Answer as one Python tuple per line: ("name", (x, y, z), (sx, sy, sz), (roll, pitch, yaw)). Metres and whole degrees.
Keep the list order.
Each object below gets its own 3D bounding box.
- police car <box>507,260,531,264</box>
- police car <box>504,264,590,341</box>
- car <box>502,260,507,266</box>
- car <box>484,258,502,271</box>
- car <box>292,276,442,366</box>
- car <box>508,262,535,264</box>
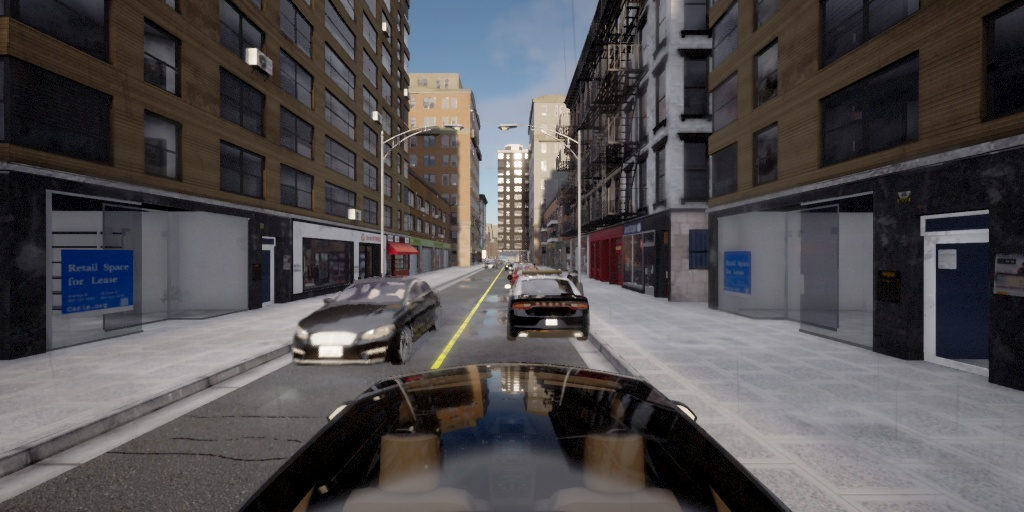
("police car", (0.804, 1.169, 26.033), (1.930, 1.638, 5.238), (0, 0, 0))
("police car", (0.819, 1.174, 10.033), (1.930, 1.638, 5.238), (0, 0, 0))
("car", (0.003, 1.341, 47.863), (1.895, 1.301, 4.718), (0, 0, 1))
("car", (-2.891, 1.232, 50.348), (2.128, 1.511, 4.902), (0, 0, 0))
("car", (-2.855, 1.241, 8.103), (2.128, 1.511, 4.902), (0, 0, 0))
("car", (0.810, 1.272, 19.923), (1.812, 1.442, 4.674), (0, 0, 0))
